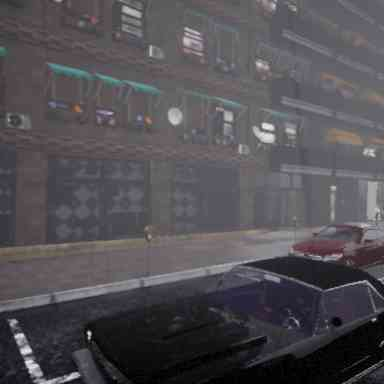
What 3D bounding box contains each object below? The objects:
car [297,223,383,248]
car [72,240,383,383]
[{"bbox_3d":[4.655,1.600,9.867,4.206,1.307,1.802,0,1,-35],"label":"car"},{"bbox_3d":[1.089,1.607,4.144,4.718,1.301,1.895,0,0,-35],"label":"car"}]
